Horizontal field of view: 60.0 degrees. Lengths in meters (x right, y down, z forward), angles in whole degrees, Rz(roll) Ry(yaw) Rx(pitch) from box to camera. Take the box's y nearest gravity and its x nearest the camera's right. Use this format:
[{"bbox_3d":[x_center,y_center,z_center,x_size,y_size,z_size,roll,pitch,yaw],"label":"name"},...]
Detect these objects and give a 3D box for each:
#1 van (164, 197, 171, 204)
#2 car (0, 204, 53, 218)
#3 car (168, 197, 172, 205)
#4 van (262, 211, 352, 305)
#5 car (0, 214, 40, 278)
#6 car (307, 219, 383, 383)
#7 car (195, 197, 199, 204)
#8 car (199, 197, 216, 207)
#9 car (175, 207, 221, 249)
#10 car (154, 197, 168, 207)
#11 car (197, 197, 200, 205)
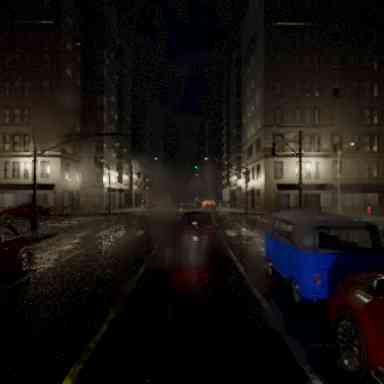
[{"bbox_3d":[-6.758,2.284,91.310,1.690,1.788,3.998,0,-1,-1],"label":"van"},{"bbox_3d":[-15.618,1.831,31.505,4.674,1.442,1.812,0,-1,-1],"label":"car"},{"bbox_3d":[-6.518,2.114,80.000,2.192,1.841,5.009,0,-1,-1],"label":"car"},{"bbox_3d":[2.864,1.415,8.017,1.690,1.788,3.998,0,-1,0],"label":"van"},{"bbox_3d":[-5.662,1.514,8.016,1.967,1.590,4.097,0,-1,0],"label":"car"},{"bbox_3d":[2.860,1.339,2.494,2.192,1.841,5.009,0,-1,0],"label":"car"},{"bbox_3d":[2.127,2.313,74.512,1.802,1.307,4.206,0,-1,-1],"label":"car"},{"bbox_3d":[2.608,1.937,51.904,1.967,1.590,4.097,0,-1,-1],"label":"car"},{"bbox_3d":[0.321,1.646,15.489,1.837,1.490,4.892,0,-1,5],"label":"car"},{"bbox_3d":[-6.155,2.050,63.038,1.967,1.590,4.097,0,-1,-1],"label":"car"},{"bbox_3d":[2.368,2.193,63.210,1.802,1.307,4.206,0,-1,-1],"label":"car"}]
